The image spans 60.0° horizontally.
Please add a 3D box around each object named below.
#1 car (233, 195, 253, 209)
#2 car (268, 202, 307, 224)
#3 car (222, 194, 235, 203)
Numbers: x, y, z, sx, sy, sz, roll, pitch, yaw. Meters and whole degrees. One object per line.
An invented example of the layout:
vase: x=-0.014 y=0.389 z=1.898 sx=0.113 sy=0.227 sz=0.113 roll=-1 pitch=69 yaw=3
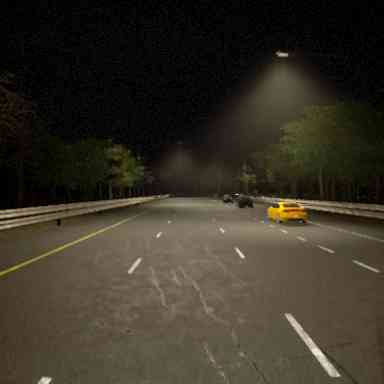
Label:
car: x=7.060 y=1.551 z=44.954 sx=1.837 sy=1.490 sz=4.892 roll=0 pitch=0 yaw=0
car: x=7.029 y=1.497 z=24.966 sx=1.882 sy=1.535 sz=5.008 roll=0 pitch=0 yaw=0
car: x=7.095 y=1.600 z=67.393 sx=1.895 sy=1.301 sz=4.718 roll=0 pitch=0 yaw=0
